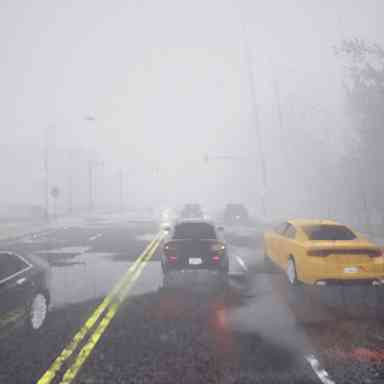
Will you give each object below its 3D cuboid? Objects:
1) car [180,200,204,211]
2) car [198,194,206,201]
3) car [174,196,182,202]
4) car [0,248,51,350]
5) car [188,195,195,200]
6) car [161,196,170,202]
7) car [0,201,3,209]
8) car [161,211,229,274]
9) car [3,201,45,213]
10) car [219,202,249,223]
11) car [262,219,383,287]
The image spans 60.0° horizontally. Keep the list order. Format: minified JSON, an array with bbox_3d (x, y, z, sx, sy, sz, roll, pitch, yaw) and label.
[{"bbox_3d":[0.007,1.608,27.041,1.812,1.442,4.674,0,0,0],"label":"car"},{"bbox_3d":[2.993,1.797,91.078,2.033,1.411,5.357,0,0,0],"label":"car"},{"bbox_3d":[-3.488,1.774,85.037,1.812,1.442,4.674,0,0,0],"label":"car"},{"bbox_3d":[-3.359,1.519,3.955,1.837,1.490,4.892,0,-1,0],"label":"car"},{"bbox_3d":[-0.257,1.853,91.099,1.895,1.301,4.718,0,0,0],"label":"car"},{"bbox_3d":[-6.738,1.728,85.028,1.882,1.535,5.008,0,0,0],"label":"car"},{"bbox_3d":[-28.423,1.968,49.065,4.403,1.369,2.008,-1,1,0],"label":"car"},{"bbox_3d":[0.071,1.558,10.587,1.812,1.442,4.674,0,0,0],"label":"car"},{"bbox_3d":[-20.066,1.944,40.577,4.313,1.339,1.947,-1,1,0],"label":"car"},{"bbox_3d":[3.280,1.584,26.345,1.837,1.490,4.892,0,0,0],"label":"car"},{"bbox_3d":[3.325,1.506,9.436,1.882,1.535,5.008,0,0,0],"label":"car"}]
